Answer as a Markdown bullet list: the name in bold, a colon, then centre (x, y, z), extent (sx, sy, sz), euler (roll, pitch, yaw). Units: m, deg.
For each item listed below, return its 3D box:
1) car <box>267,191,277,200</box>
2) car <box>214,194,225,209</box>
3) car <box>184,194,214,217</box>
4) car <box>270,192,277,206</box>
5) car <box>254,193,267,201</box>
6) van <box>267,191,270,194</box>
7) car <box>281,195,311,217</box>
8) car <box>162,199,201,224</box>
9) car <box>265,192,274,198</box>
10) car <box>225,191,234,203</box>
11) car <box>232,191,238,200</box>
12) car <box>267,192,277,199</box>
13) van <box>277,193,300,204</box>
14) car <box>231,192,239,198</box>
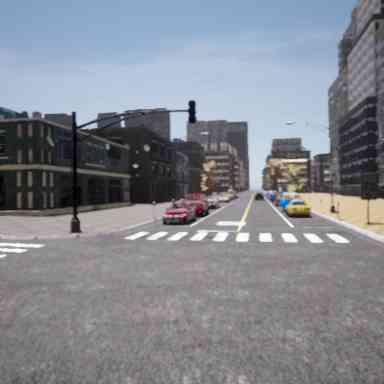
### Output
- **car**: centre (13.718, 0.986, 54.059), extent (1.947, 1.339, 4.313), euler (0, 0, 11)
- **car**: centre (2.343, 1.229, 39.288), extent (2.008, 1.369, 4.403), euler (0, 0, 11)
- **car**: centre (0.244, 1.101, 28.384), extent (2.192, 1.841, 5.009), euler (0, 0, 11)
- **car**: centre (11.620, 1.078, 43.158), extent (2.008, 1.369, 4.403), euler (0, 0, 11)
- **car**: centre (12.666, 0.874, 62.843), extent (1.837, 1.490, 4.892), euler (-1, 0, 11)
- **van**: centre (15.814, 0.654, 64.959), extent (1.690, 1.788, 3.998), euler (0, 0, 11)
- **car**: centre (8.507, 1.213, 26.972), extent (1.752, 1.417, 4.829), euler (0, 0, 11)
- **car**: centre (-0.802, 1.422, 22.936), extent (1.802, 1.307, 4.206), euler (0, 0, 11)
- **car**: centre (18.960, 0.718, 81.314), extent (1.947, 1.339, 4.313), euler (0, 0, 11)
- **car**: centre (5.456, 1.044, 55.474), extent (1.752, 1.417, 4.829), euler (0, 0, 11)
- **car**: centre (7.585, 0.960, 66.542), extent (2.008, 1.369, 4.403), euler (0, 0, 11)
- **car**: centre (16.896, 0.783, 70.578), extent (1.752, 1.417, 4.829), euler (0, 0, 11)
- **van**: centre (9.522, 0.976, 32.254), extent (1.690, 1.788, 3.998), euler (0, 0, 11)
- **car**: centre (10.698, 0.776, 82.728), extent (1.752, 1.417, 4.829), euler (0, 0, 11)
